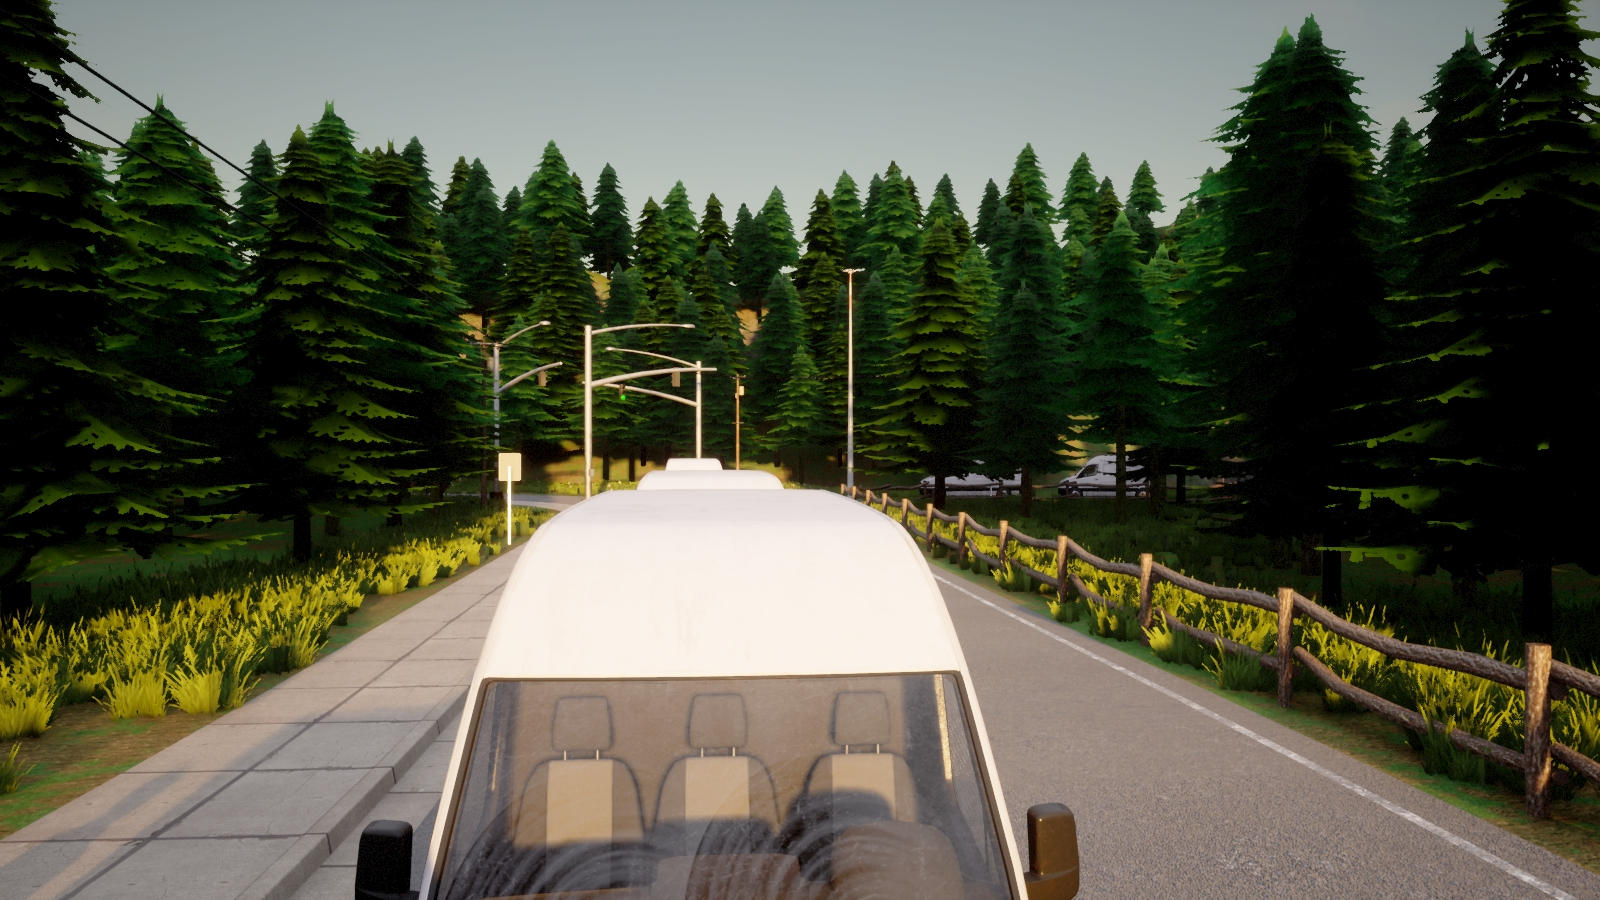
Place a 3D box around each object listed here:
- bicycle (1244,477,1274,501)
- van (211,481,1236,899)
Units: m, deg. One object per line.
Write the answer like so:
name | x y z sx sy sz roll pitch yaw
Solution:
bicycle | 25.303 2.158 62.944 1.487 1.276 0.859 0 0 27
van | -0.350 1.499 5.168 1.988 2.561 5.915 0 0 -5
